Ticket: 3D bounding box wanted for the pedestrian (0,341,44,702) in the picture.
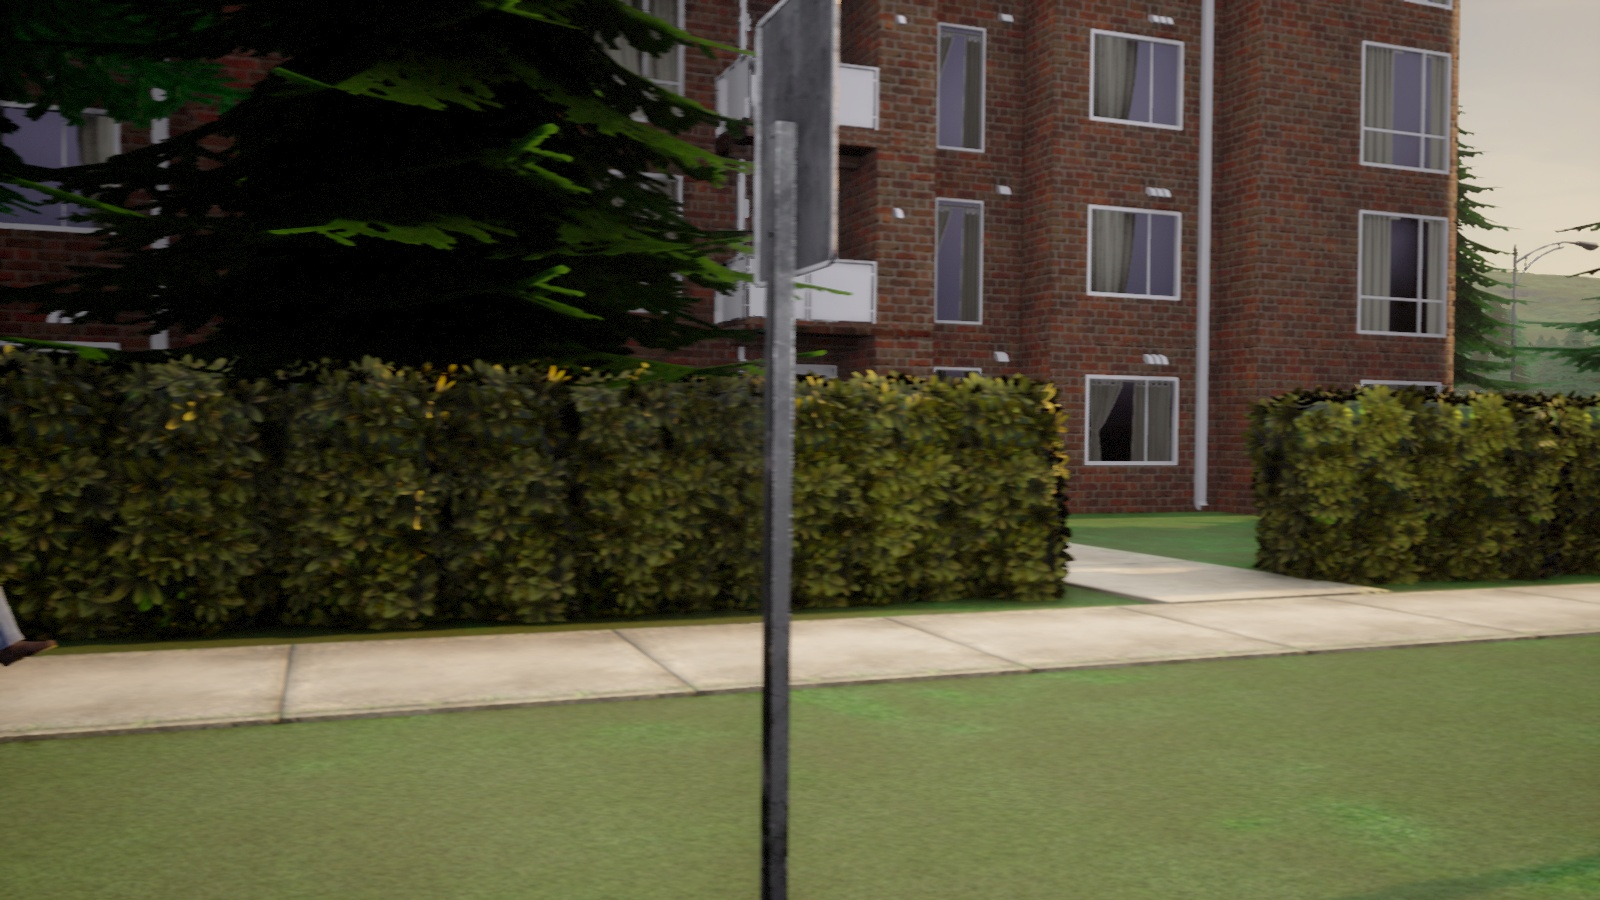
[{"bbox_3d":[-4.351,0.369,6.466,0.706,1.836,0.354,-1,1,-21],"label":"pedestrian"}]
